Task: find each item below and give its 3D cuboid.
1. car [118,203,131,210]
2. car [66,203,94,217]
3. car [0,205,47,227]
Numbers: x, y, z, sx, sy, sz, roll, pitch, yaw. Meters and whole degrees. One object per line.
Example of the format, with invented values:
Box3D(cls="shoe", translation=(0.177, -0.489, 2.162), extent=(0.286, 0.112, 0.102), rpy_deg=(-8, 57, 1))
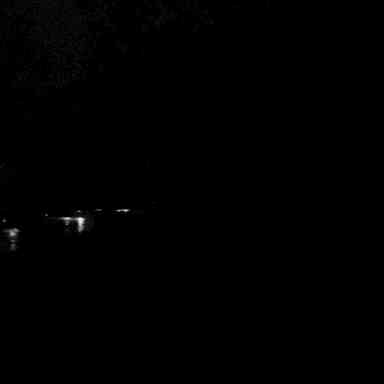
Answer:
Box3D(cls="car", translation=(-11.801, 2.339, 58.906), extent=(2.033, 1.411, 5.357), rpy_deg=(1, -1, 3))
Box3D(cls="car", translation=(-12.658, 1.998, 37.969), extent=(1.837, 1.490, 4.892), rpy_deg=(1, -1, 2))
Box3D(cls="car", translation=(-13.121, 1.803, 25.906), extent=(2.128, 1.511, 4.902), rpy_deg=(1, -1, 3))
